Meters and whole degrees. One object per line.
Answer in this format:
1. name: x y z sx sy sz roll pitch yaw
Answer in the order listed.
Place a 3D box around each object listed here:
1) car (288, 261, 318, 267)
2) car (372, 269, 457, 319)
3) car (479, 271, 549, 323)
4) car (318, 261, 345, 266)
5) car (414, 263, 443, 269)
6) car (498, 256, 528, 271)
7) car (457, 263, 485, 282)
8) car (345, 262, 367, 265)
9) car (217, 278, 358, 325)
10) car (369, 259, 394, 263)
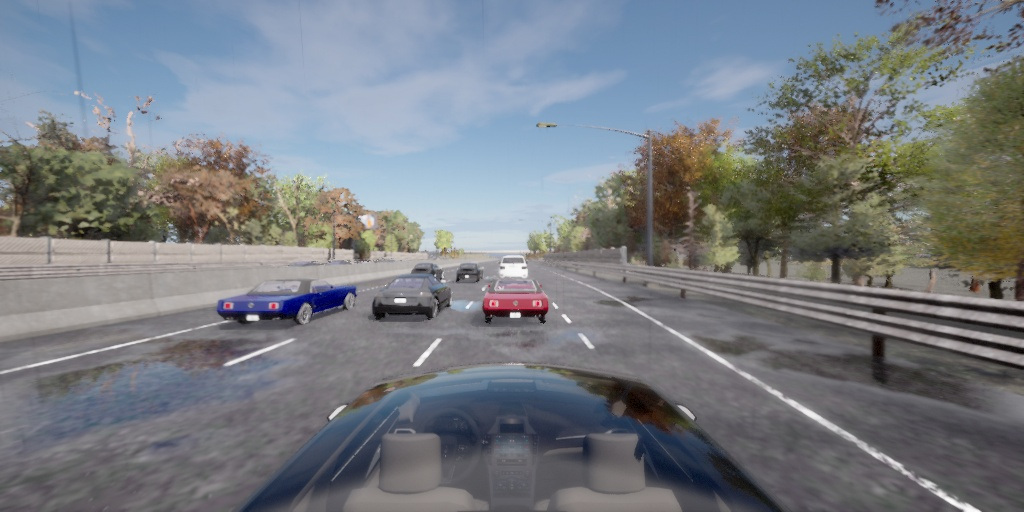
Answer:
1. car: -28.055 1.400 48.720 2.033 1.411 5.357 0 0 1
2. car: -3.399 1.332 12.904 1.994 1.385 4.181 0 0 0
3. car: 0.100 1.368 12.248 1.895 1.301 4.718 0 0 0
4. car: -24.552 1.405 50.523 2.033 1.411 5.357 0 0 1
5. car: -6.897 1.307 29.476 1.837 1.490 4.892 0 0 0
6. car: 0.102 1.022 28.559 2.150 2.045 5.566 0 0 0
7. car: -3.397 1.307 29.458 1.837 1.490 4.892 0 0 0
8. car: -21.061 1.459 50.400 1.895 1.301 4.718 0 0 0
9. car: -6.899 1.367 11.780 1.895 1.301 4.718 0 0 0
10. car: -17.565 1.206 49.235 2.097 1.767 4.553 0 0 0
